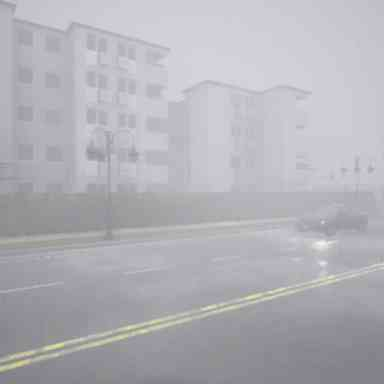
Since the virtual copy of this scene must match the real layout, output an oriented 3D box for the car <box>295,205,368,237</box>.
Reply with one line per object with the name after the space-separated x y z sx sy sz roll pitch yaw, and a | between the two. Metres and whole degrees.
7.454 1.415 17.523 4.674 1.442 1.812 0 0 -34 | car
